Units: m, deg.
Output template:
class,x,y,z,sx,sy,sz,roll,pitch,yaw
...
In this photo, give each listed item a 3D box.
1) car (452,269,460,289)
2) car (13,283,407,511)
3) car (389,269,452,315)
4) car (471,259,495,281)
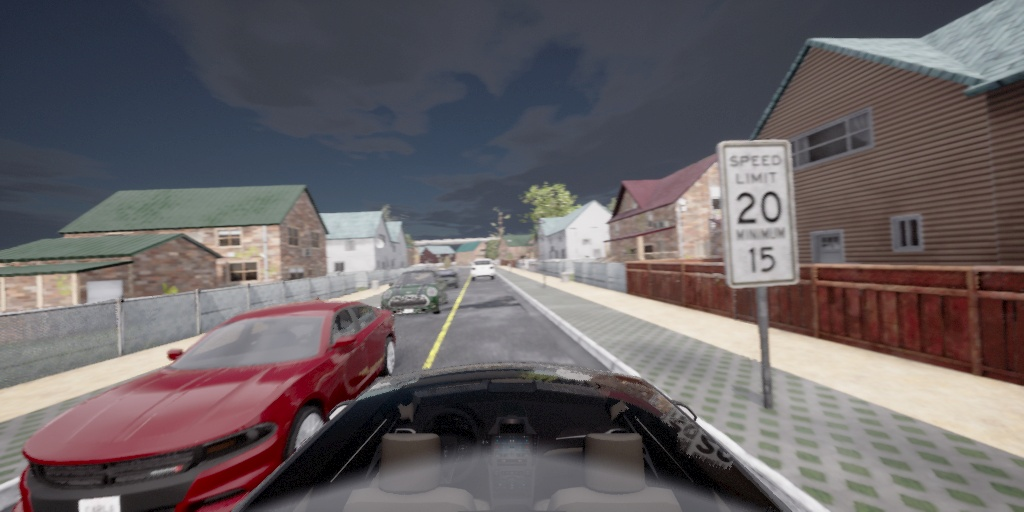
class,x,y,z,sx,sy,sz,roll,pitch,yaw
car,-4.959,1.711,26.862,1.994,1.385,4.181,-3,0,-5
car,-2.955,1.403,4.846,1.882,1.535,5.008,-3,0,-5
car,-3.885,1.381,14.906,2.097,1.767,4.553,-3,0,-5
car,-2.895,1.302,35.610,2.150,2.045,5.566,-3,0,-5
